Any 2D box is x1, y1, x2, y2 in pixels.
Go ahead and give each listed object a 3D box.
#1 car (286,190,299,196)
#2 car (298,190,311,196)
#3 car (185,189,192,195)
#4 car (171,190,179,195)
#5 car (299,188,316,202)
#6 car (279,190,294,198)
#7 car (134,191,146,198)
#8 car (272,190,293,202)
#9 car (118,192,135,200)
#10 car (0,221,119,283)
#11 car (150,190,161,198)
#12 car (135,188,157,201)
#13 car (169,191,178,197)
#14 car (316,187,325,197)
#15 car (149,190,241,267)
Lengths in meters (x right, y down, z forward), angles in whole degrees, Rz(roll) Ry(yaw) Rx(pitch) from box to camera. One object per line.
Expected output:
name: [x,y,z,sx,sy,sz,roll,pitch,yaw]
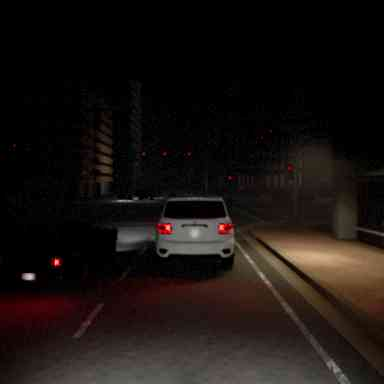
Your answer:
car: [24.602,0.197,81.497,1.970,1.475,3.806,0,1,0]
car: [27.497,0.165,81.498,1.784,1.438,3.905,0,1,0]
car: [-0.957,0.016,87.678,1.882,1.535,5.008,0,1,0]
car: [-4.457,0.091,87.663,1.994,1.385,4.181,0,1,0]
car: [16.151,0.436,48.922,1.905,1.878,3.866,0,1,0]
car: [18.844,0.419,66.393,1.970,1.475,3.806,0,1,0]
car: [-11.393,0.529,72.599,1.895,1.301,4.718,0,1,0]
car: [13.257,0.432,48.975,1.932,1.855,4.605,0,1,0]
car: [-11.383,0.725,57.082,1.994,1.385,4.181,0,1,0]
car: [-3.411,1.464,9.214,1.895,1.301,4.718,0,1,1]
car: [-7.894,0.406,72.966,1.882,1.535,5.008,0,1,0]
car: [-7.883,0.380,57.294,2.150,2.045,5.566,0,1,0]
car: [-4.422,0.382,79.514,1.994,1.385,4.181,0,1,0]
car: [30.180,-0.046,81.547,1.932,1.855,4.605,0,1,0]
car: [0.102,1.057,10.960,2.150,2.045,5.566,0,1,1]
